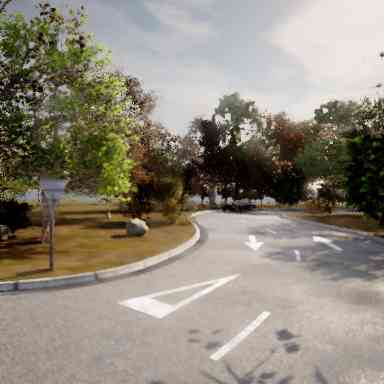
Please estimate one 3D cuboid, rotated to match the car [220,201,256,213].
[{"bbox_3d":[5.268,1.650,37.799,1.895,1.301,4.718,0,0,41],"label":"car"}]
